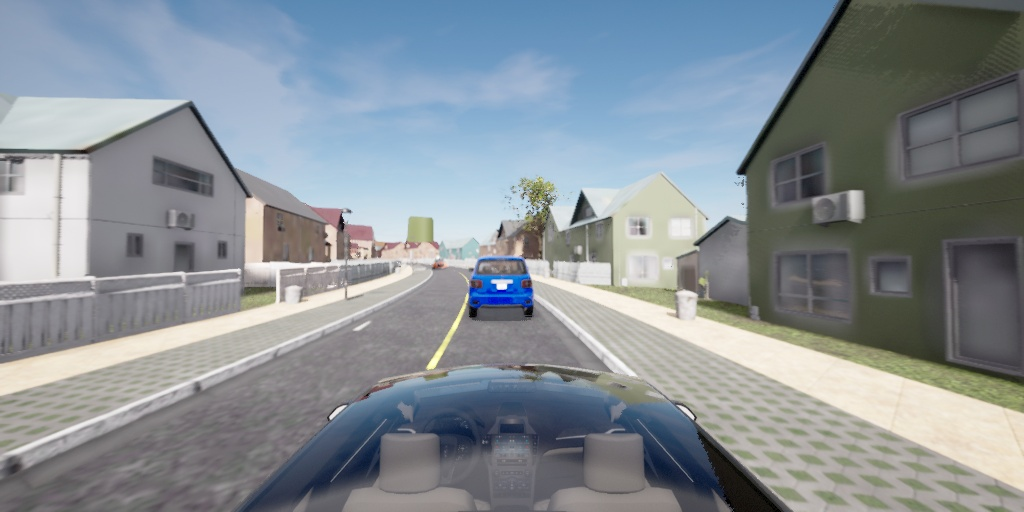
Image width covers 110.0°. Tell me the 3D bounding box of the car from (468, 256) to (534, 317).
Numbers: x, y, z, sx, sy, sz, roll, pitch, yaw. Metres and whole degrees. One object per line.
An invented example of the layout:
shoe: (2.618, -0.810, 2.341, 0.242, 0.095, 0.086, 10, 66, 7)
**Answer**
car: (-0.473, 1.013, 13.540, 2.150, 2.045, 5.566, 0, 0, -4)

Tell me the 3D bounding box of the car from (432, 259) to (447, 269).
car: (-11.676, 1.201, 57.826, 2.097, 1.767, 4.553, 0, 0, -17)
